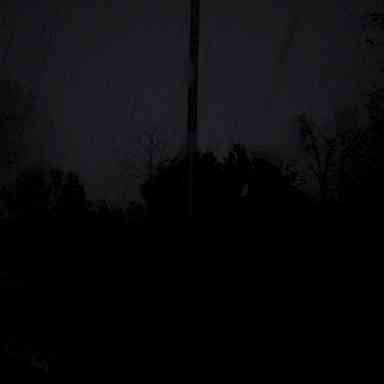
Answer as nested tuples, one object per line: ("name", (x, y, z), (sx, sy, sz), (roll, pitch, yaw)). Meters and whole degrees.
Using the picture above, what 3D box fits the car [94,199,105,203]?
("car", (-14.513, 1.839, 51.291), (1.994, 1.385, 4.181), (2, -2, 19))
